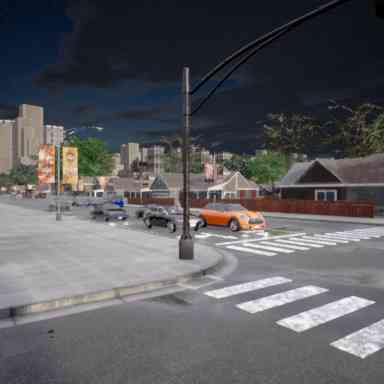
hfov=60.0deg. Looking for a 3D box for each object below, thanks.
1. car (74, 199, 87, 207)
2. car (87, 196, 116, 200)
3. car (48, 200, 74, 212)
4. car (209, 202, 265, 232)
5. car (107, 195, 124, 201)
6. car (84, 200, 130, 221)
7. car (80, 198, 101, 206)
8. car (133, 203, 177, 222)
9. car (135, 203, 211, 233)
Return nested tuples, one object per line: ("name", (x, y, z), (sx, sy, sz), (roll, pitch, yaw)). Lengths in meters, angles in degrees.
("car", (-19.477, 1.882, 57.566), (2.033, 1.411, 5.357), (0, 0, -34))
("car", (-13.425, 1.781, 49.082), (1.837, 1.490, 4.892), (0, 0, -35))
("car", (-17.116, 1.770, 42.782), (1.837, 1.490, 4.892), (0, -1, -35))
("car", (2.397, 1.436, 20.936), (2.097, 1.767, 4.553), (0, 0, -36))
("car", (-13.010, 1.517, 54.100), (2.150, 2.045, 5.566), (0, 0, -36))
("car", (-7.322, 1.709, 28.947), (2.033, 1.411, 5.357), (0, 0, -35))
("car", (-19.162, 1.901, 62.579), (2.033, 1.411, 5.357), (0, 0, -35))
("car", (-3.304, 1.710, 28.901), (1.994, 1.385, 4.181), (0, 0, -36))
("car", (-1.346, 1.590, 20.565), (2.128, 1.511, 4.902), (0, 0, -35))
